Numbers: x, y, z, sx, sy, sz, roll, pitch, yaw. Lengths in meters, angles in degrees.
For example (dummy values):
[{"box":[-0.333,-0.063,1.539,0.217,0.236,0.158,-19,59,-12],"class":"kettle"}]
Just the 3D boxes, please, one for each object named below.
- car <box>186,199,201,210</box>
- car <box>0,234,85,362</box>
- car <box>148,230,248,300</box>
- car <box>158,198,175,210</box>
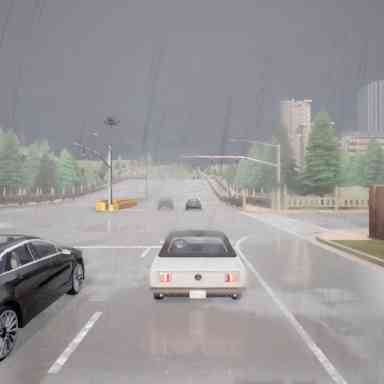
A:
[{"box":[0.196,1.564,42.838,1.994,1.385,4.181,0,0,0],"class":"car"},{"box":[-3.387,1.492,5.824,2.128,1.511,4.902,0,0,0],"class":"car"},{"box":[0.117,1.601,8.358,1.895,1.301,4.718,0,0,0],"class":"car"},{"box":[-3.307,1.505,42.885,1.837,1.490,4.892,0,0,0],"class":"car"}]
